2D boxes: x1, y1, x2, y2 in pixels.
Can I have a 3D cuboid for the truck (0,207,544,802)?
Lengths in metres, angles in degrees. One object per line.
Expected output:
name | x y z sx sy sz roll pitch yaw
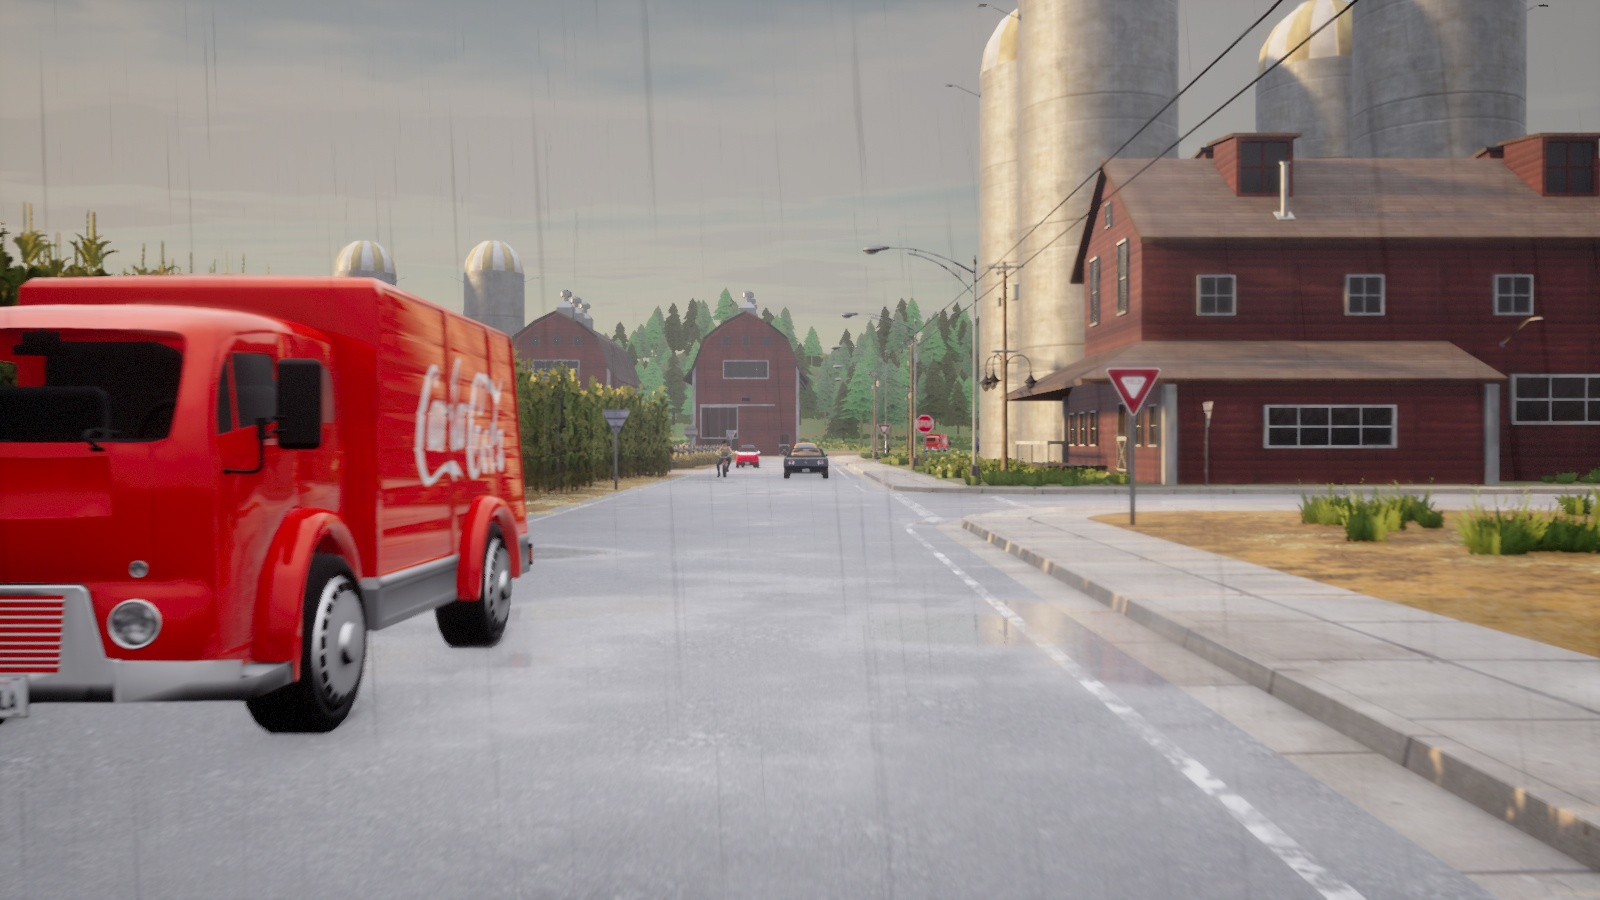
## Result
truck | -3.447 0.213 7.812 2.627 2.467 5.204 0 0 0

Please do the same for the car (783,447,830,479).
car | 0.271 0.543 53.770 1.895 1.301 4.718 0 0 0

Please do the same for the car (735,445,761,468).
car | -3.126 0.372 75.528 1.481 1.376 2.207 0 0 0
